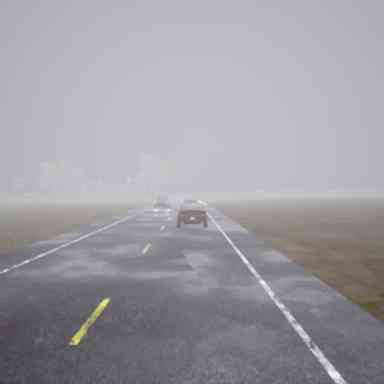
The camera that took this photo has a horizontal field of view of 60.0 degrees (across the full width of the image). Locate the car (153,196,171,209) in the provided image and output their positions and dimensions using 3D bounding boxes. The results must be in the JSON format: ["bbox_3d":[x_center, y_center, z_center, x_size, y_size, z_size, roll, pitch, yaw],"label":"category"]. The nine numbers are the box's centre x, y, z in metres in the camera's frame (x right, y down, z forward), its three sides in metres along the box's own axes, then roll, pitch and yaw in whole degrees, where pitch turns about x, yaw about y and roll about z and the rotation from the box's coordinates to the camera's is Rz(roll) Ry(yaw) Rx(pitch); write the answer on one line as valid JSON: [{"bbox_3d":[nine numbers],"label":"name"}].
[{"bbox_3d":[-3.942,1.274,44.300,2.097,1.767,4.553,0,0,-1],"label":"car"}]

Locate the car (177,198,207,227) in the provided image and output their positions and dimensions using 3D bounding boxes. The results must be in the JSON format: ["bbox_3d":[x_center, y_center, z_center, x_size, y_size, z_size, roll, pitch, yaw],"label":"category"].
[{"bbox_3d":[0.000,1.432,22.418,1.882,1.535,5.008,0,0,0],"label":"car"}]
